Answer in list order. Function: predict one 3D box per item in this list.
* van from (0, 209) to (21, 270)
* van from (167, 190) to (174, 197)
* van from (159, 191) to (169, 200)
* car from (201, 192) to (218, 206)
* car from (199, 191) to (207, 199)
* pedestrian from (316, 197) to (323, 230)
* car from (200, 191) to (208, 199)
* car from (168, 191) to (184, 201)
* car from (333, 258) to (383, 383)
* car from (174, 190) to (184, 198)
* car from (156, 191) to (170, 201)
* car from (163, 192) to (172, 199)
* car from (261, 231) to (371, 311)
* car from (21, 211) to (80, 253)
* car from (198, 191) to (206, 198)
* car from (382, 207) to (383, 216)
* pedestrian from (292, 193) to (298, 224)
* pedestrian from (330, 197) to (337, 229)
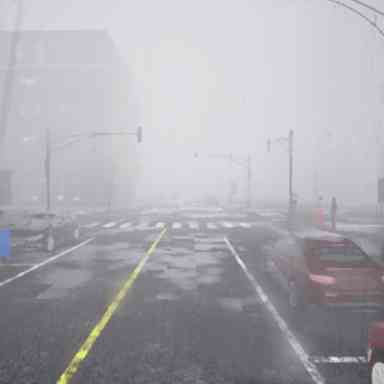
[{"bbox_3d":[-5.709,1.277,7.274,1.690,1.788,3.998,-1,0,0],"label":"van"},{"bbox_3d":[-5.762,0.482,90.505,1.690,1.788,3.998,-1,1,0],"label":"van"},{"bbox_3d":[-5.748,0.715,67.921,1.690,1.788,3.998,-1,1,0],"label":"van"},{"bbox_3d":[2.617,1.138,45.379,1.887,1.381,4.507,-1,1,0],"label":"car"},{"bbox_3d":[2.594,0.699,79.251,1.967,1.590,4.097,-1,1,0],"label":"car"},{"bbox_3d":[7.122,1.159,18.530,0.375,1.860,0.375,-1,1,0],"label":"pedestrian"},{"bbox_3d":[2.612,0.979,51.023,1.967,1.590,4.097,-1,1,0],"label":"car"},{"bbox_3d":[-3.061,0.899,63.094,1.882,1.535,5.008,0,1,0],"label":"car"},{"bbox_3d":[2.677,1.529,1.736,1.887,1.381,4.507,-1,0,0],"label":"car"},{"bbox_3d":[-3.052,0.456,79.222,2.097,1.767,4.553,0,1,0],"label":"car"},{"bbox_3d":[-5.741,0.995,62.278,1.947,1.339,4.313,-1,1,0],"label":"car"},{"bbox_3d":[-5.753,0.804,79.214,1.887,1.381,4.507,-1,1,0],"label":"car"},{"bbox_3d":[2.674,1.518,7.317,1.802,1.307,4.206,-1,0,0],"label":"car"},{"bbox_3d":[-5.710,1.439,12.855,2.008,1.369,4.403,-1,0,0],"label":"car"},{"bbox_3d":[2.596,0.640,84.897,1.967,1.590,4.097,-1,1,0],"label":"car"},{"bbox_3d":[16.701,1.482,25.077,4.403,1.369,2.008,0,1,1],"label":"car"},{"bbox_3d":[6.122,0.978,19.724,0.375,1.860,0.375,-1,1,0],"label":"pedestrian"},{"bbox_3d":[8.122,1.207,19.131,0.375,1.860,0.375,-1,1,0],"label":"pedestrian"}]
